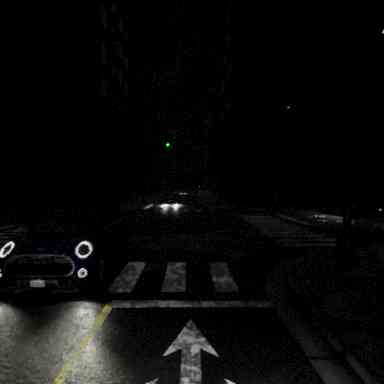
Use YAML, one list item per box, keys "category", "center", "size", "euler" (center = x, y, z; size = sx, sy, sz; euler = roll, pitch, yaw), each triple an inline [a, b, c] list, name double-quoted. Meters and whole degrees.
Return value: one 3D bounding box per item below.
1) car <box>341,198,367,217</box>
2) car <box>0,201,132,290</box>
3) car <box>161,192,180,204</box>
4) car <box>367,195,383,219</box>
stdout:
- category: "car"
  center: [12.945, 0.971, 23.293]
  size: [4.674, 1.442, 1.812]
  euler: [0, 1, 1]
- category: "car"
  center: [-2.974, 1.113, 8.663]
  size: [2.097, 1.767, 4.553]
  euler: [0, 2, 0]
- category: "car"
  center: [-2.415, 0.715, 37.988]
  size: [1.994, 1.385, 4.181]
  euler: [0, 2, 0]
- category: "car"
  center: [14.069, 0.716, 20.072]
  size: [5.566, 2.045, 2.150]
  euler: [0, 1, -2]
